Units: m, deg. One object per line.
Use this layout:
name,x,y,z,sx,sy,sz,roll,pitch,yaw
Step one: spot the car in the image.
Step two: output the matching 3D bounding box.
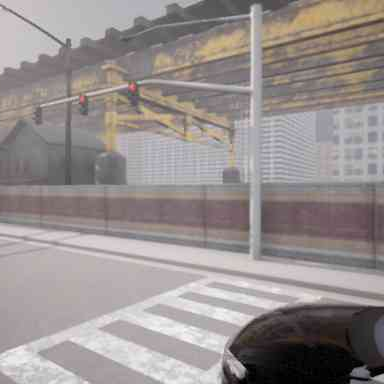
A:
car,2.487,1.496,2.219,4.902,1.511,2.128,0,0,35
